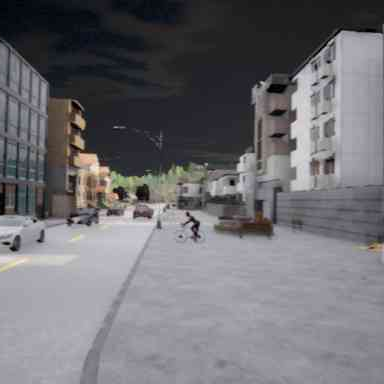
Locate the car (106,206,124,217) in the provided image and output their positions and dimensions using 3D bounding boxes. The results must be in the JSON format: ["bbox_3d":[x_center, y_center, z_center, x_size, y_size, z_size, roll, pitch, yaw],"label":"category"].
[{"bbox_3d":[-10.479,2.645,45.801,2.033,1.411,5.357,1,-2,-4],"label":"car"}]

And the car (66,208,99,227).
[{"bbox_3d":[-9.329,2.125,28.729,2.128,1.511,4.902,1,-2,-4],"label":"car"}]

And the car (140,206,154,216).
[{"bbox_3d":[-6.868,2.933,51.292,1.895,1.301,4.718,1,-2,-4],"label":"car"}]

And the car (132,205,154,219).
[{"bbox_3d":[-6.075,2.409,41.089,2.097,1.767,4.553,1,-2,-4],"label":"car"}]

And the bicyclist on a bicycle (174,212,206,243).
[{"bbox_3d":[-0.088,1.854,17.293,1.656,1.620,0.582,1,-2,-4],"label":"bicyclist on a bicycle"}]

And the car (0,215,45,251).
[{"bbox_3d":[-8.360,1.801,15.505,1.812,1.442,4.674,1,-2,-5],"label":"car"}]
